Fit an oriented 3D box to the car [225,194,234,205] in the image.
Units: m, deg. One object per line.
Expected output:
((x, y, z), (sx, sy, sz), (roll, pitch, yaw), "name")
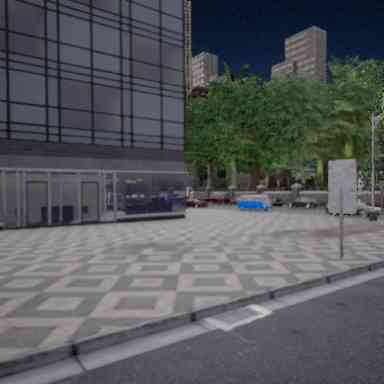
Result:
((7.429, 1.390, 50.305), (1.802, 1.307, 4.206), (-1, 1, -35), "car")

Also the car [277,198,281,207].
((10.609, 1.357, 45.785), (1.947, 1.339, 4.313), (-1, 1, -35), "car")

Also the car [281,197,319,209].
((13.792, 1.320, 41.268), (2.008, 1.369, 4.403), (-1, 1, -35), "car")

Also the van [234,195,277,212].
((6.824, 1.242, 36.349), (1.690, 1.788, 3.998), (-1, 1, -35), "van")

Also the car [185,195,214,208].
((0.464, 1.485, 45.387), (1.887, 1.381, 4.507), (-1, 1, -35), "car")

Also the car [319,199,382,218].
((13.190, 1.393, 27.316), (2.008, 1.369, 4.403), (-2, 1, -35), "car")

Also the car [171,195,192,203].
((-2.115, 1.376, 63.857), (1.887, 1.381, 4.507), (-1, 1, -35), "car")

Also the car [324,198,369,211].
((16.973, 1.324, 36.751), (1.802, 1.307, 4.206), (-1, 1, -35), "car")

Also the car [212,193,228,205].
((4.244, 1.136, 54.820), (2.192, 1.841, 5.009), (-1, 1, -35), "car")
